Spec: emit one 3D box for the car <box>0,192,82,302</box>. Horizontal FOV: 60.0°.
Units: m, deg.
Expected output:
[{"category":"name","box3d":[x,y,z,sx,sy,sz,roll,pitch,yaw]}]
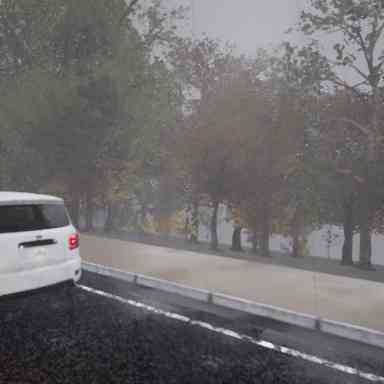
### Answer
[{"category":"car","box3d":[-4.657,0.992,6.932,5.566,2.045,2.150,2,1,35]}]
